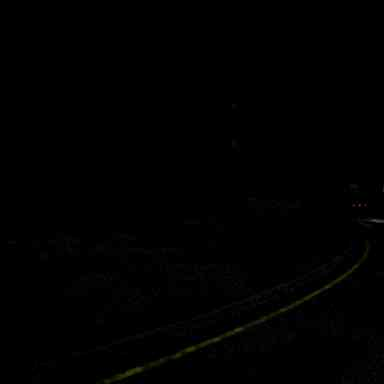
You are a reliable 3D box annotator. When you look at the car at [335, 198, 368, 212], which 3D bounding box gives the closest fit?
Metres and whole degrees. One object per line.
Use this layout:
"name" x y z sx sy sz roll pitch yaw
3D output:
"car" 16.399 1.316 35.073 2.033 1.411 5.357 0 1 -1
